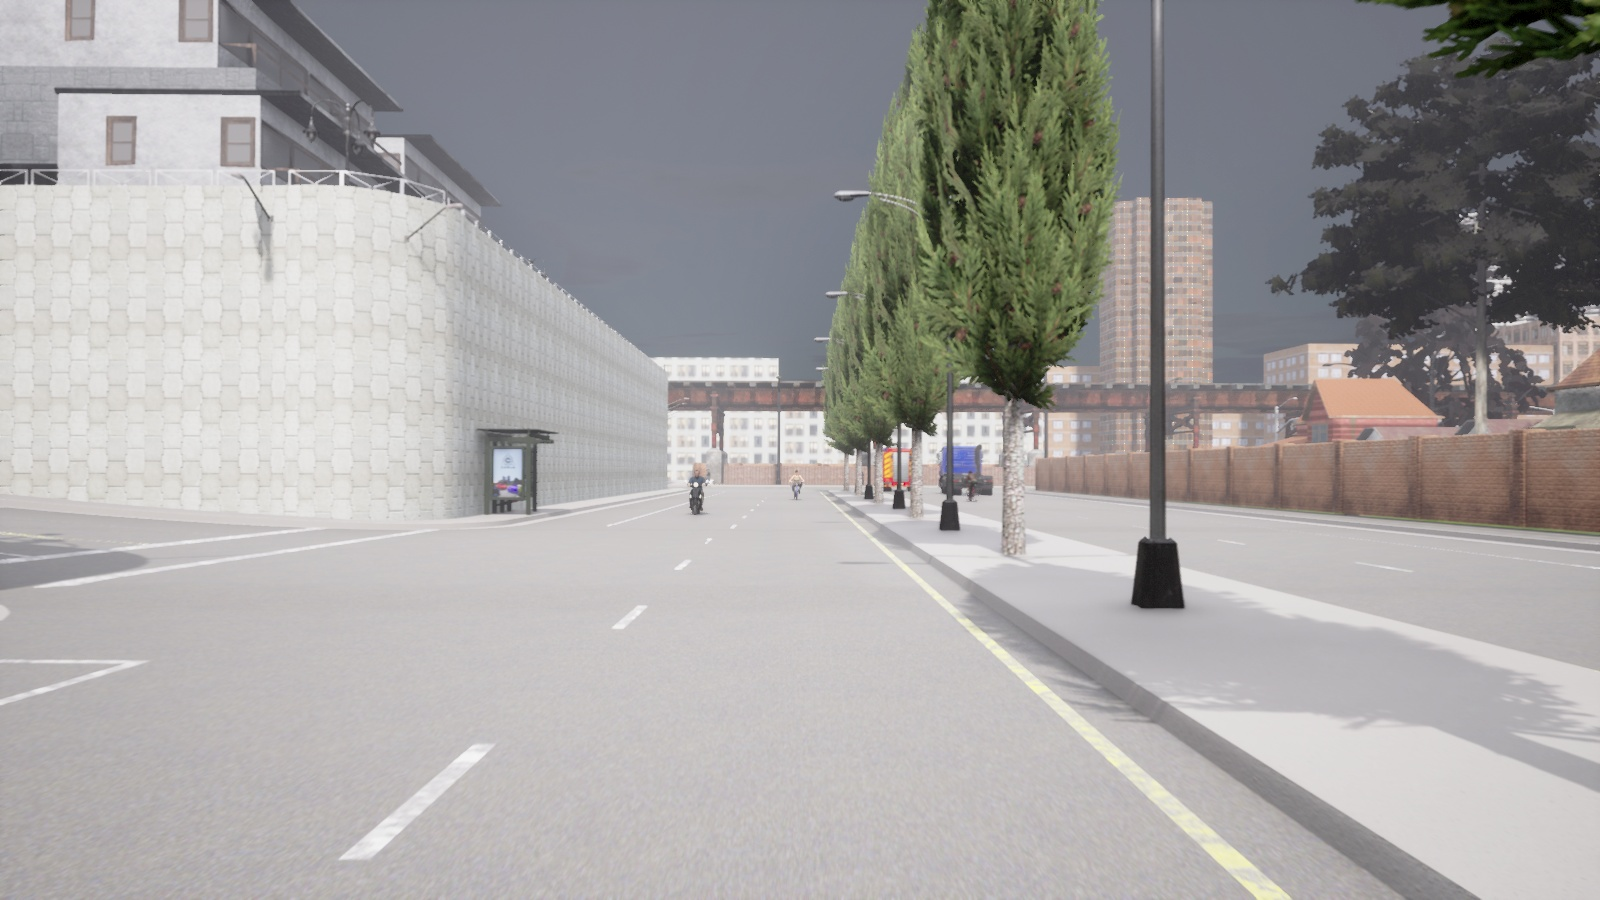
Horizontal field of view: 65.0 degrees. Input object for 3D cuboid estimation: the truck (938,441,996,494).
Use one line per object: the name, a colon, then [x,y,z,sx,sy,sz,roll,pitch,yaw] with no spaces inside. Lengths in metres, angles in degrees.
truck: [11.297,1.224,85.783,2.891,3.462,7.936,0,-1,0]

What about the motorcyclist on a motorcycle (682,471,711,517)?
motorcyclist on a motorcycle: [-3.607,1.520,44.067,0.866,1.590,1.817,0,-1,0]
